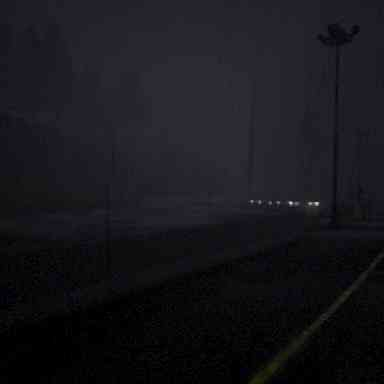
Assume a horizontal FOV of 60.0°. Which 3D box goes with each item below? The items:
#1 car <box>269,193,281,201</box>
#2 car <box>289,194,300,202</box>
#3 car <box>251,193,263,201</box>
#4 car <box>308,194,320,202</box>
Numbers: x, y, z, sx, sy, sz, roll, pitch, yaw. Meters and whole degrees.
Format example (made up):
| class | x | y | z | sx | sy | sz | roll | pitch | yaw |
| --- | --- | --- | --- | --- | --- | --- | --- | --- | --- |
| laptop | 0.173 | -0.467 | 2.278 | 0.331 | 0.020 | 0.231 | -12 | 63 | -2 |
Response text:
| class | x | y | z | sx | sy | sz | roll | pitch | yaw |
| --- | --- | --- | --- | --- | --- | --- | --- | --- | --- |
| car | 16.280 | 0.996 | 64.870 | 1.837 | 1.490 | 4.892 | 1 | 1 | 20 |
| car | 19.818 | 1.058 | 64.321 | 2.128 | 1.511 | 4.902 | 1 | 1 | 19 |
| car | 13.038 | 0.908 | 66.169 | 1.882 | 1.535 | 5.008 | 1 | 1 | 20 |
| car | 23.181 | 1.121 | 63.351 | 2.128 | 1.511 | 4.902 | 1 | 1 | 19 |
